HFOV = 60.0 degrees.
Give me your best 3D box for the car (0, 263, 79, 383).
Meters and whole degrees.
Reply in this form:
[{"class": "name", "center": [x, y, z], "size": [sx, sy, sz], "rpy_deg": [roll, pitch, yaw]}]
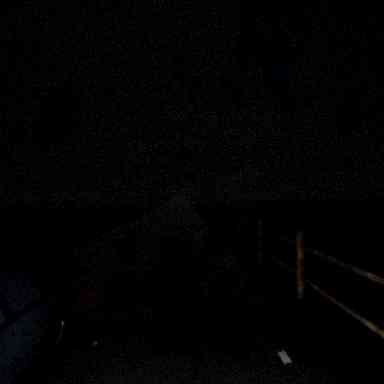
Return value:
[{"class": "car", "center": [-2.822, 1.601, 3.551], "size": [2.033, 1.411, 5.357], "rpy_deg": [0, -1, -2]}]
